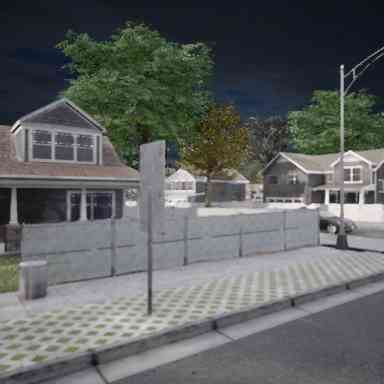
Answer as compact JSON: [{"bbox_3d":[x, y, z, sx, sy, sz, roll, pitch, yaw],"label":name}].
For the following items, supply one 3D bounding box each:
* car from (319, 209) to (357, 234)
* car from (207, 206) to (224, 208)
[{"bbox_3d":[8.029,1.832,21.285,1.812,1.442,4.674,0,-1,-36],"label":"car"},{"bbox_3d":[2.251,1.994,29.287,1.812,1.442,4.674,0,-1,-36],"label":"car"}]
